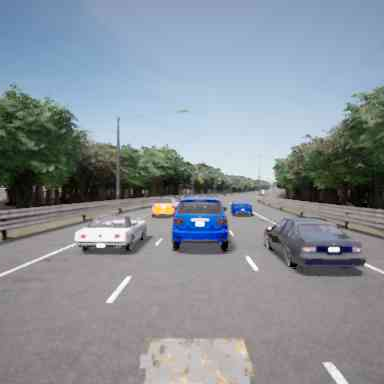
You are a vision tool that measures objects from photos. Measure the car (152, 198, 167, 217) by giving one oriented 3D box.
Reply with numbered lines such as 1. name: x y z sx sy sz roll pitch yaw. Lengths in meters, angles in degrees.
1. car: -2.334 1.326 30.885 2.097 1.767 4.553 0 0 4

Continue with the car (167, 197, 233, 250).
1. car: 0.366 1.218 14.380 2.150 2.045 5.566 0 0 2

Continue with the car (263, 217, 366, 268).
1. car: 3.771 1.549 11.198 2.033 1.411 5.357 0 0 1

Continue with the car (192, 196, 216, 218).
1. car: 1.174 1.329 30.883 2.097 1.767 4.553 0 0 4

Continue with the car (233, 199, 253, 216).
1. car: 4.796 1.455 32.681 1.882 1.535 5.008 0 0 4

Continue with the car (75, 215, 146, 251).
1. car: -3.150 1.595 13.966 1.895 1.301 4.718 0 0 2
